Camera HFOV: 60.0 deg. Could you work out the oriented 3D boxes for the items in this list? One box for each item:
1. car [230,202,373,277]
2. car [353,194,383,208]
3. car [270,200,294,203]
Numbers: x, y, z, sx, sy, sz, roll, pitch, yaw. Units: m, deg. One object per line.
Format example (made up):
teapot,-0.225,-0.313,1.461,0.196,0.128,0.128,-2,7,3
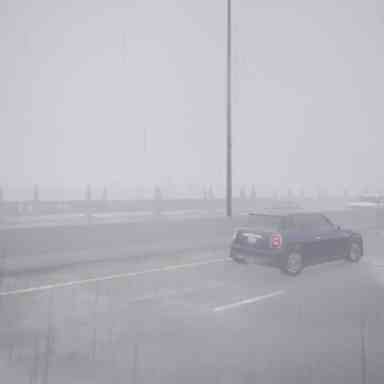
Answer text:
car,3.403,1.352,10.469,4.553,1.767,2.097,0,0,-35
car,14.867,1.222,27.463,5.566,2.045,2.150,0,0,-35
car,8.301,1.506,31.383,4.892,1.490,1.837,0,0,-35
